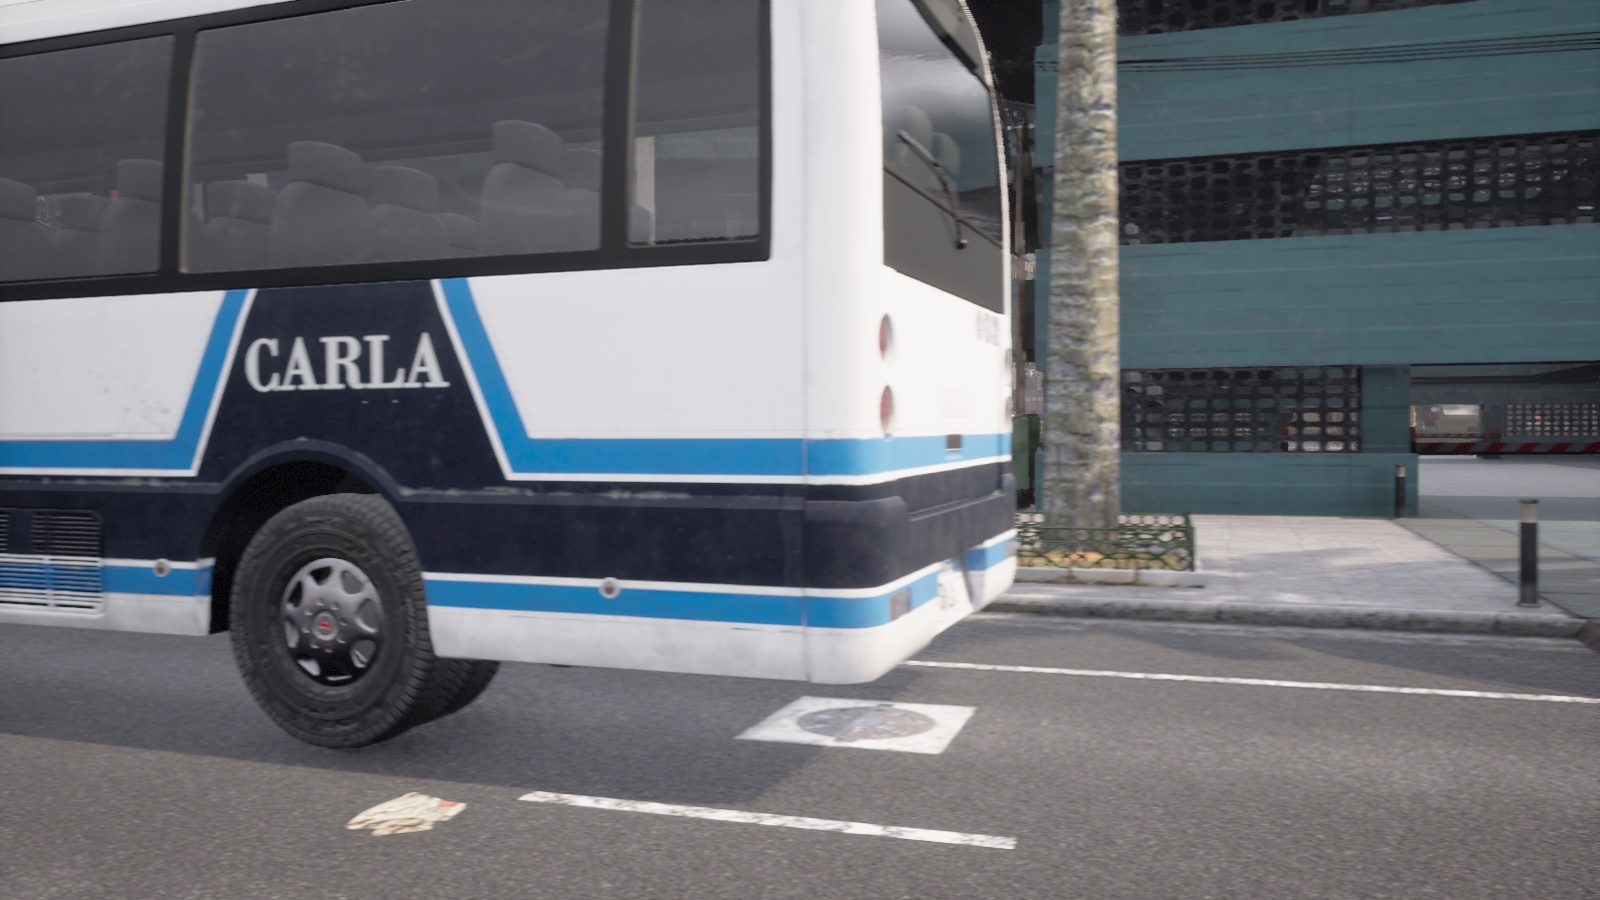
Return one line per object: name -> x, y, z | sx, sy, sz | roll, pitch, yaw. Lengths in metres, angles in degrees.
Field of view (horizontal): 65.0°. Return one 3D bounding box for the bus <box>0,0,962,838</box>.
bus -> -4.414, -0.702, 8.452 | 10.273, 4.253, 3.944 | 1, 1, 20
